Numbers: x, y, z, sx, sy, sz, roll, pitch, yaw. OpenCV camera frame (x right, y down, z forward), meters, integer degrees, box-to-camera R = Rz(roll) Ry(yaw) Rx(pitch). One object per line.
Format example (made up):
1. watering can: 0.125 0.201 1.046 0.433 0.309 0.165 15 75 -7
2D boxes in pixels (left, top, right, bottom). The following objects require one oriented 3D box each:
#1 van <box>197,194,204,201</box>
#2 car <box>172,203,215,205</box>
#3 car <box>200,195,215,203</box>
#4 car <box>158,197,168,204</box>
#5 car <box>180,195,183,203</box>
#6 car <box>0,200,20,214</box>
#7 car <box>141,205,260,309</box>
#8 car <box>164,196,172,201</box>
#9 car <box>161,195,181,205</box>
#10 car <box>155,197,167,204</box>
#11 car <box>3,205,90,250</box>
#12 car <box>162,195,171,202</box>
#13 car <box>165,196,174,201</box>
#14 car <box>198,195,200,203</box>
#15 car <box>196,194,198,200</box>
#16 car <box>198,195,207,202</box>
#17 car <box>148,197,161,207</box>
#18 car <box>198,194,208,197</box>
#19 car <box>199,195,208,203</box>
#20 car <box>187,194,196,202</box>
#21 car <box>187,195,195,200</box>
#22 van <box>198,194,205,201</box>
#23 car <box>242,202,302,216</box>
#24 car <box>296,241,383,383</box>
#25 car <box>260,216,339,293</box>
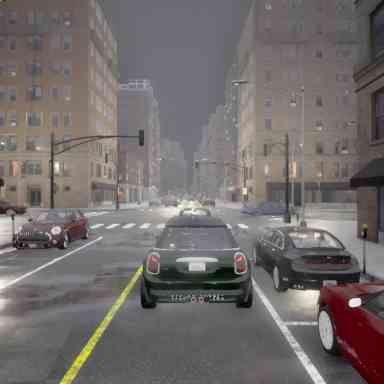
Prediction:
1. van: 2.384 1.502 91.138 1.690 1.788 3.998 0 0 0
2. car: 0.133 1.497 15.361 2.128 1.511 4.902 0 0 0
3. car: 2.660 1.589 52.589 1.887 1.381 4.507 0 0 0
4. car: -5.984 1.664 69.055 1.802 1.307 4.206 0 0 0
5. car: -3.139 1.660 60.023 1.895 1.301 4.718 0 0 0
6. car: -17.603 1.403 30.207 5.008 1.535 1.882 0 0 -2
7. car: 0.066 1.354 8.059 2.097 1.767 4.553 0 0 -1
8. car: -6.102 1.720 85.579 1.802 1.307 4.206 0 0 0
9. car: -3.085 1.588 50.206 2.033 1.411 5.357 0 0 -1
10. car: -5.944 1.612 63.547 1.887 1.381 4.507 0 0 0
11. car: -5.818 1.445 14.169 1.967 1.590 4.097 0 0 0
12. car: -6.062 1.558 80.071 1.967 1.590 4.097 0 0 0
13. car: -6.142 1.726 91.087 1.947 1.339 4.313 0 0 0
14. car: 2.621 1.621 58.095 1.947 1.339 4.313 0 0 0
15. car: 2.542 1.398 69.110 2.192 1.841 5.009 0 0 0
16. car: 2.463 1.558 80.123 1.967 1.590 4.097 0 0 0
17. car: -5.865 1.595 52.531 2.008 1.369 4.403 0 0 0
18. car: 2.580 1.594 63.773 1.752 1.417 4.829 0 0 0
19. car: 2.502 1.540 74.617 1.967 1.590 4.097 0 0 0
20. car: -0.208 1.705 80.091 1.895 1.301 4.718 0 0 0
21. car: -0.280 1.541 90.067 1.994 1.385 4.181 0 0 0
22. van: 2.424 1.480 85.632 1.690 1.788 3.998 0 0 0
23. car: 7.124 1.575 30.285 5.357 1.411 2.033 0 0 0
24. car: 2.682 1.545 3.171 1.887 1.381 4.507 0 0 0
25. car: 2.694 1.553 8.662 2.008 1.369 4.403 0 0 0
